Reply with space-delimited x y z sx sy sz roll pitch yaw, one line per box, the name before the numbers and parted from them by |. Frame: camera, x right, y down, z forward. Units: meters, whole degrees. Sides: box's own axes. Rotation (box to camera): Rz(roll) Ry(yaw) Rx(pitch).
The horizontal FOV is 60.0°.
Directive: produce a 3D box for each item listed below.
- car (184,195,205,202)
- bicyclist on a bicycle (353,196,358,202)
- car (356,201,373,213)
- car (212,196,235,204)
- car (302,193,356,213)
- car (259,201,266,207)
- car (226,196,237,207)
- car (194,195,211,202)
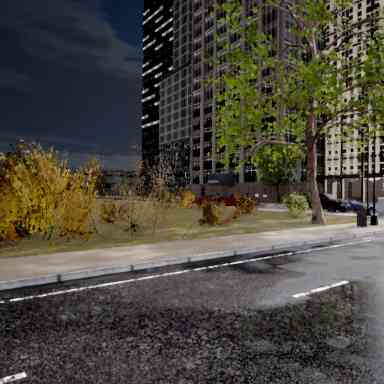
car | 0.528 1.395 73.053 2.033 1.411 5.357 1 0 -34
bicyclist on a bicycle | 23.111 1.398 47.018 1.656 1.620 0.582 1 0 -34
car | 17.047 1.497 36.623 2.033 1.411 5.357 1 0 -31
car | 6.097 1.526 64.744 1.812 1.442 4.674 1 0 -34
car | 13.886 1.123 35.447 2.150 2.045 5.566 1 -1 -34
car | 8.717 1.453 48.990 1.812 1.442 4.674 1 0 -34
car | 6.119 1.359 47.030 1.882 1.535 5.008 1 -1 -34
car | 2.739 1.305 64.009 2.097 1.767 4.553 1 0 -33
